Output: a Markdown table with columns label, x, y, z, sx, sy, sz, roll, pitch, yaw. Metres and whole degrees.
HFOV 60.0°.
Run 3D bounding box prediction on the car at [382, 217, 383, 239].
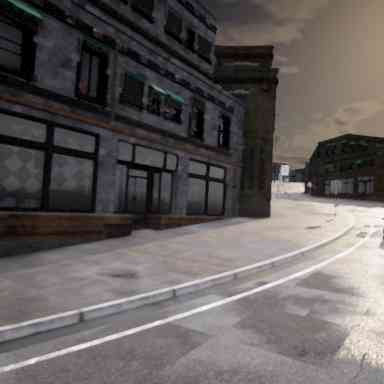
| label | x | y | z | sx | sy | sz | roll | pitch | yaw |
| --- | --- | --- | --- | --- | --- | --- | --- | --- | --- |
| car | 10.063 | 1.436 | 15.486 | 2.033 | 1.411 | 5.357 | 1 | 1 | 32 |
